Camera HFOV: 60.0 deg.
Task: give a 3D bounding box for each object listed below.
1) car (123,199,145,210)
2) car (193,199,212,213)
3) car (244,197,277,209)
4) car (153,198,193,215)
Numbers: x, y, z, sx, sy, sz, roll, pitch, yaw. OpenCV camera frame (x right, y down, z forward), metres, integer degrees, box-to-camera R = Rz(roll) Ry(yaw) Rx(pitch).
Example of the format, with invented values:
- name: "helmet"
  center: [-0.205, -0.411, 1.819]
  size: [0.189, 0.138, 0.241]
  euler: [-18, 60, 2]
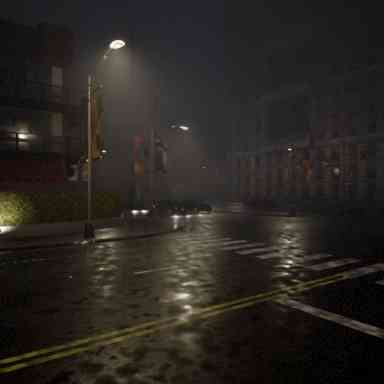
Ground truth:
- name: "car"
  center: [-7.571, 1.566, 42.250]
  size: [1.994, 1.385, 4.181]
  euler: [0, 0, -35]
- name: "car"
  center: [0.226, 1.480, 37.165]
  size: [1.882, 1.535, 5.008]
  euler: [0, 0, -35]
- name: "car"
  center: [9.161, 1.481, 44.784]
  size: [1.882, 1.535, 5.008]
  euler: [0, 0, -35]
- name: "car"
  center: [-2.296, 1.507, 34.663]
  size: [1.837, 1.490, 4.892]
  euler: [0, 0, -35]
